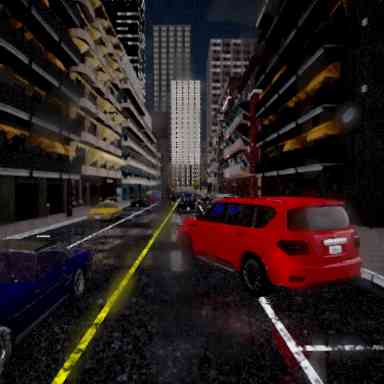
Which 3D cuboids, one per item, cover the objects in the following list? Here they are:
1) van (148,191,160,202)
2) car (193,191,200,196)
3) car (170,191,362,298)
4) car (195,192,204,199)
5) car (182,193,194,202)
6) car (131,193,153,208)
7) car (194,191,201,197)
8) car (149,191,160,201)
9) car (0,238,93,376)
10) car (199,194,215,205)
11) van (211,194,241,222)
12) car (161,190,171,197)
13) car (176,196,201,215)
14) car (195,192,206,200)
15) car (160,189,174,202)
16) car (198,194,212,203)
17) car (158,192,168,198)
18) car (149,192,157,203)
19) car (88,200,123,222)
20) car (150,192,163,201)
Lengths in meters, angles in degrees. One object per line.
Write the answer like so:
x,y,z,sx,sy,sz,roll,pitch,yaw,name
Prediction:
-6.508,0.705,56.816,1.690,1.788,3.998,-1,1,-1,van
1.326,0.499,95.581,2.008,1.369,4.403,-1,1,-1,car
1.537,1.124,8.653,2.150,2.045,5.566,-1,1,-25,car
1.636,0.708,73.662,1.752,1.417,4.829,-1,1,-1,car
-0.693,0.901,55.868,1.812,1.442,4.674,0,0,-1,car
-6.270,1.112,40.250,1.947,1.339,4.313,0,1,-1,car
1.404,0.552,90.058,1.887,1.381,4.507,-1,1,-1,car
-6.427,0.969,51.295,1.887,1.381,4.507,0,1,-1,car
-3.177,1.537,5.416,1.895,1.301,4.718,0,1,-1,car
2.032,1.036,45.878,2.008,1.369,4.403,-1,1,-1,car
2.344,1.071,23.787,1.690,1.788,3.998,-1,1,-1,van
-6.979,0.322,89.950,2.192,1.841,5.009,-1,1,-1,car
-0.340,1.148,30.469,2.128,1.511,4.902,0,1,-1,car
1.718,0.794,67.969,2.008,1.369,4.403,-1,1,-1,car
-3.777,0.600,54.583,2.150,2.045,5.566,0,0,-1,car
1.953,0.975,51.401,2.008,1.369,4.403,-1,1,-1,car
-6.820,0.691,78.909,1.947,1.339,4.313,-1,1,-1,car
-6.348,1.029,45.773,1.887,1.381,4.507,0,1,-1,car
-6.033,1.257,23.512,1.752,1.417,4.829,0,1,-1,car
-6.585,0.744,62.339,1.967,1.590,4.097,-1,1,-1,car
